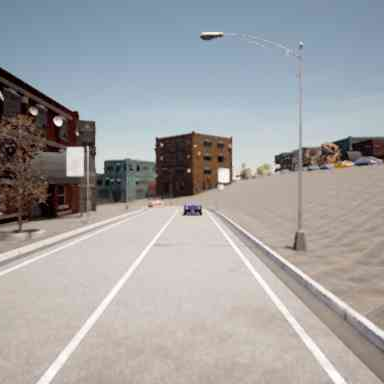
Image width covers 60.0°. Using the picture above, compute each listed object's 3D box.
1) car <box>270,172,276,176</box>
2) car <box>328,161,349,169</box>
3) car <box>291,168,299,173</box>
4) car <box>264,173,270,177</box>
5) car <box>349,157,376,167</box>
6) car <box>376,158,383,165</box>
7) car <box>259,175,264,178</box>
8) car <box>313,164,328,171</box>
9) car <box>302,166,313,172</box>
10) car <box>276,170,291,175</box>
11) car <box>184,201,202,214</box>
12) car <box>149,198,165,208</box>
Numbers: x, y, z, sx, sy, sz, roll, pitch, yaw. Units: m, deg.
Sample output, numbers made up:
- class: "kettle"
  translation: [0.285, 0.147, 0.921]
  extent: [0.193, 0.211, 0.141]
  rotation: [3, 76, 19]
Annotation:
- class: "car"
  translation: [21.358, -4.185, 81.454]
  extent: [2.002, 1.452, 4.674]
  rotation: [0, 1, -1]
- class: "car"
  translation: [22.436, -3.758, 48.428]
  extent: [2.097, 1.535, 5.008]
  rotation: [0, 1, -4]
- class: "car"
  translation: [21.719, -4.032, 65.024]
  extent: [2.231, 1.521, 4.892]
  rotation: [0, 1, -1]
- class: "car"
  translation: [21.233, -4.416, 87.127]
  extent: [2.185, 1.767, 4.553]
  rotation: [0, 1, -1]
- class: "car"
  translation: [22.906, -3.783, 42.922]
  extent: [2.185, 1.767, 4.553]
  rotation: [0, 1, -5]
- class: "car"
  translation: [23.527, -3.524, 37.231]
  extent: [2.163, 1.488, 4.792]
  rotation: [0, 1, -6]
- class: "car"
  translation: [21.112, -4.476, 92.646]
  extent: [2.185, 1.767, 4.553]
  rotation: [0, 1, -1]
- class: "car"
  translation: [22.083, -3.819, 53.964]
  extent: [2.002, 1.452, 4.674]
  rotation: [0, 1, -3]
- class: "car"
  translation: [21.848, -3.955, 59.506]
  extent: [2.231, 1.521, 4.892]
  rotation: [0, 1, -1]
- class: "car"
  translation: [21.478, -4.288, 75.961]
  extent: [2.185, 1.767, 4.553]
  rotation: [0, 1, -1]
- class: "car"
  translation: [0.085, 1.641, 35.308]
  extent: [1.895, 1.301, 4.718]
  rotation: [0, 0, 0]
- class: "car"
  translation: [-5.972, 1.742, 55.931]
  extent: [2.097, 1.767, 4.553]
  rotation: [0, -1, -15]
